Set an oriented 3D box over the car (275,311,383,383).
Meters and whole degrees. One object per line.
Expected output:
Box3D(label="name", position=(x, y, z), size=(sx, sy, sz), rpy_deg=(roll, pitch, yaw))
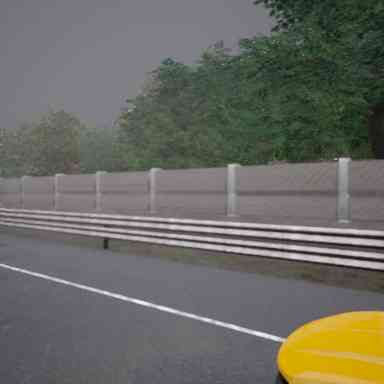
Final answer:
Box3D(label="car", position=(2.971, 1.480, 1.886), size=(5.008, 1.535, 1.882), rpy_deg=(0, 0, 35))
